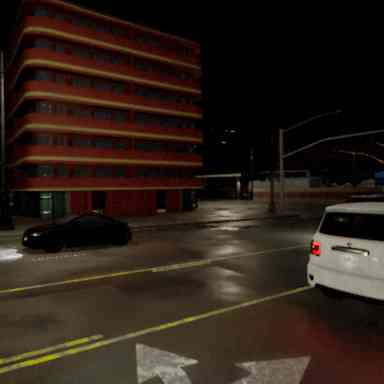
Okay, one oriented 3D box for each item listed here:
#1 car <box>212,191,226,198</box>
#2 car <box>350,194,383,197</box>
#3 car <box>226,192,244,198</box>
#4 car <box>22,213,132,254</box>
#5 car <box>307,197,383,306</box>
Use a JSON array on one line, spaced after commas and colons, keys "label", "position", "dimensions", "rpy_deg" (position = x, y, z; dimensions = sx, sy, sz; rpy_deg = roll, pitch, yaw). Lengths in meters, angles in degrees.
[{"label": "car", "position": [7.503, 0.668, 89.368], "dimensions": [4.611, 1.667, 2.242], "rpy_deg": [-1, 1, -35]}, {"label": "car", "position": [10.407, 1.166, 19.845], "dimensions": [5.566, 2.045, 2.150], "rpy_deg": [0, 0, -35]}, {"label": "car", "position": [11.469, 0.815, 85.142], "dimensions": [3.806, 1.475, 1.970], "rpy_deg": [-1, 1, -35]}, {"label": "car", "position": [-4.582, 1.562, 13.601], "dimensions": [4.181, 1.385, 1.994], "rpy_deg": [0, 0, -35]}, {"label": "car", "position": [4.841, 1.218, 7.178], "dimensions": [5.566, 2.045, 2.150], "rpy_deg": [0, 0, -35]}]
